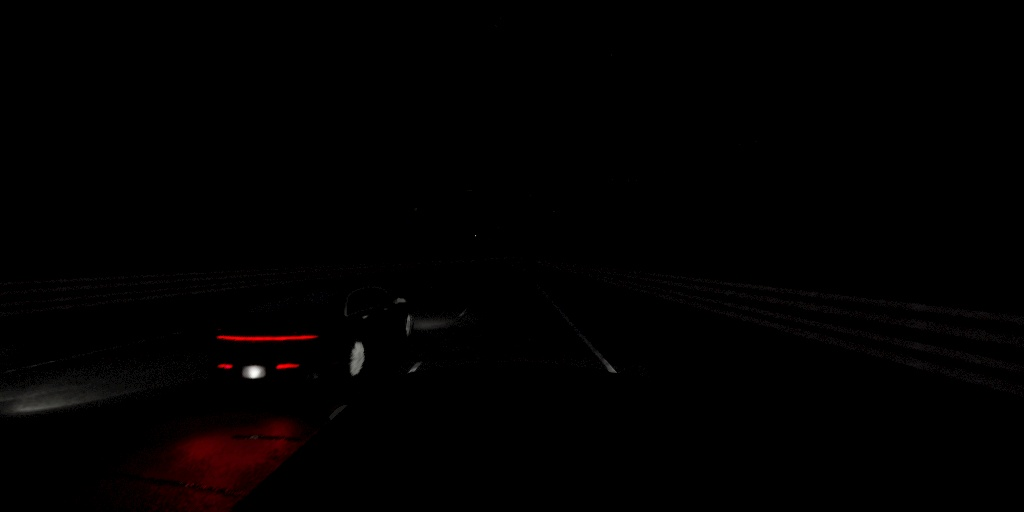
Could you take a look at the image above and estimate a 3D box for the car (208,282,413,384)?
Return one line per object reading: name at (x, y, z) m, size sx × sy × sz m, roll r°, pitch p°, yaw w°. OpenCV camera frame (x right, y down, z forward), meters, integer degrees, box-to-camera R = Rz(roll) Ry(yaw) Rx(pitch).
car at (-3.394, 1.269, 7.141) m, size 1.837 × 1.490 × 4.892 m, roll 0°, pitch 0°, yaw 0°
